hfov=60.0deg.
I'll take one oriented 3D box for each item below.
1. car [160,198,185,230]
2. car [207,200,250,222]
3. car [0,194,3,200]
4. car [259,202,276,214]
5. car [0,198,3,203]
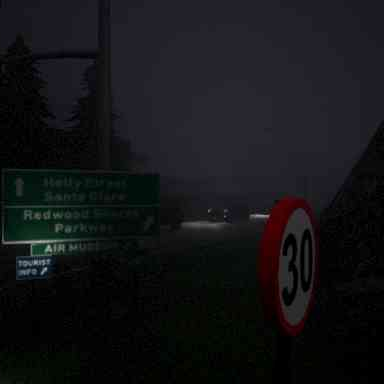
[{"bbox_3d":[-2.678,1.414,20.798,2.150,2.045,5.566,0,0,36],"label":"car"},{"bbox_3d":[3.212,1.544,28.891,2.097,1.767,4.553,0,0,36],"label":"car"},{"bbox_3d":[-19.173,1.413,39.254,2.150,2.045,5.566,0,0,21],"label":"car"},{"bbox_3d":[9.086,1.756,36.945,1.994,1.385,4.181,0,0,36],"label":"car"},{"bbox_3d":[-12.364,1.505,26.061,1.905,1.878,3.866,0,0,35],"label":"car"}]
